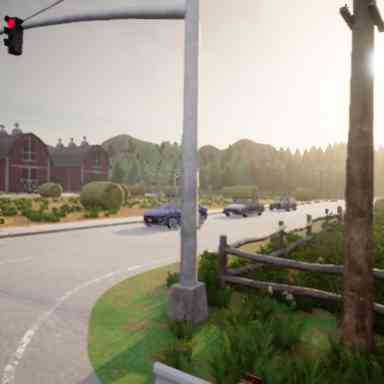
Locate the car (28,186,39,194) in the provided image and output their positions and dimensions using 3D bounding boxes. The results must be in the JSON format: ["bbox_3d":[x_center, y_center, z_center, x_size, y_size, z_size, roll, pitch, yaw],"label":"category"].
[{"bbox_3d":[-37.318,-0.390,78.539,1.905,1.878,3.866,7,1,-13],"label":"car"}]

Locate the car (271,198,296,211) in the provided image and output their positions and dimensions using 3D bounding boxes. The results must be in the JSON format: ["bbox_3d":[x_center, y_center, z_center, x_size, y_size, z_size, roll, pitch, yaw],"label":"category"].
[{"bbox_3d":[10.094,1.341,36.795,1.994,1.385,4.181,1,1,34],"label":"car"}]

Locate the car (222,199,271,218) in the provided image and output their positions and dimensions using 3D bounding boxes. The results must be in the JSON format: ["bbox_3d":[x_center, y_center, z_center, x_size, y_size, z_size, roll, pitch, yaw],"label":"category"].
[{"bbox_3d":[4.549,1.333,28.459,2.033,1.411,5.357,1,1,34],"label":"car"}]

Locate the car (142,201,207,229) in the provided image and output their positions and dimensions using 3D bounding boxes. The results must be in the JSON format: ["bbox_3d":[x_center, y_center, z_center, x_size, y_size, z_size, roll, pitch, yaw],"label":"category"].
[{"bbox_3d":[-0.920,1.271,20.217,1.882,1.535,5.008,1,1,34],"label":"car"}]
